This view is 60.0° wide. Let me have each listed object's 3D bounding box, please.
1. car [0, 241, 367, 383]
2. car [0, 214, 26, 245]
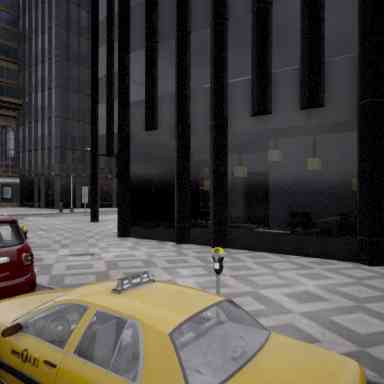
[{"bbox_3d":[-0.803,1.525,3.524,4.829,1.417,1.752,0,0,35],"label":"car"},{"bbox_3d":[-5.097,1.314,6.552,5.009,1.841,2.192,0,0,35],"label":"car"}]
